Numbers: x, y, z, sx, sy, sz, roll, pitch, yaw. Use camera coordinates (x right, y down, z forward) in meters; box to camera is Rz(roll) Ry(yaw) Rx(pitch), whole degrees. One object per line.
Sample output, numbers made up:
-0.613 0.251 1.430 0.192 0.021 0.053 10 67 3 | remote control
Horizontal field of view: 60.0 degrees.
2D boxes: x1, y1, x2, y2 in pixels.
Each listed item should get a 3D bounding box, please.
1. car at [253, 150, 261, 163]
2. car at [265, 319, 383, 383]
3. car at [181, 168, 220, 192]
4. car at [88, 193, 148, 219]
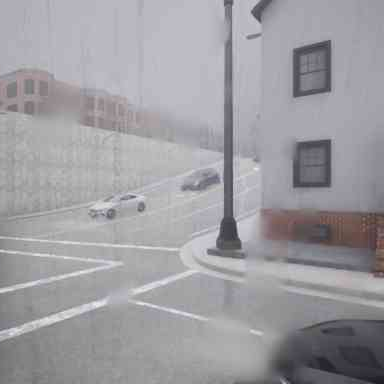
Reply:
9.873 -4.943 44.509 2.097 1.767 4.553 1 14 35 | car
2.752 1.526 2.008 4.674 1.442 1.812 0 0 36 | car
0.801 -1.239 31.745 2.097 1.767 4.553 0 13 34 | car
-5.096 0.864 23.324 1.812 1.442 4.674 0 7 35 | car
